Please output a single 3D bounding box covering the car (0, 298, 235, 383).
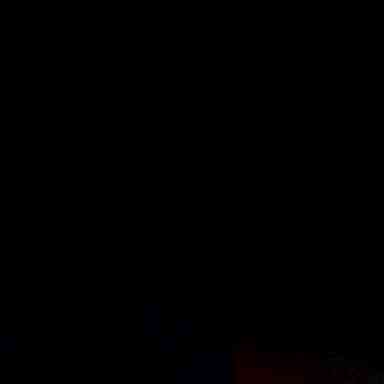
[{"bbox_3d":[-1.991,1.476,1.590,5.008,1.535,1.882,0,0,-35],"label":"car"}]
